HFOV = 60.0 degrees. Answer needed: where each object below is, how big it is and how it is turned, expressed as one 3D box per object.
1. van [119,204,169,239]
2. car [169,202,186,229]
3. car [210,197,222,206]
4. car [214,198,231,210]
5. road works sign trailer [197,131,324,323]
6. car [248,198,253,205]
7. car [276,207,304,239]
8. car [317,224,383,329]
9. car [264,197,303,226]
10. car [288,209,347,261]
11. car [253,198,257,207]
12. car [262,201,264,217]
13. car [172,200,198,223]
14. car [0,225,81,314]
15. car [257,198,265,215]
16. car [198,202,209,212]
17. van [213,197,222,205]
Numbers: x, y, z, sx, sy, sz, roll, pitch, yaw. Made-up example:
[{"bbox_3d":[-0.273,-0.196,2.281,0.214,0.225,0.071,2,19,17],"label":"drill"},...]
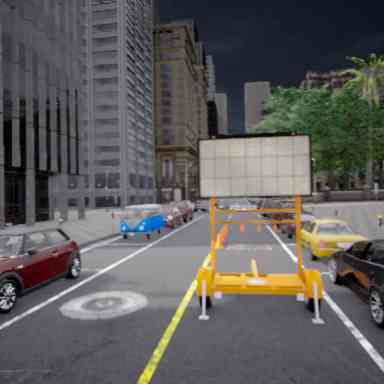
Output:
[{"bbox_3d":[-2.740,1.616,18.747,1.690,1.788,3.998,-1,-1,8],"label":"van"},{"bbox_3d":[-1.933,1.761,24.173,1.967,1.590,4.097,-1,-1,8],"label":"car"},{"bbox_3d":[5.182,2.005,72.160,2.192,1.841,5.009,-1,-1,8],"label":"car"},{"bbox_3d":[4.317,1.950,47.604,2.128,1.511,4.902,-1,-1,9],"label":"car"},{"bbox_3d":[1.372,0.523,7.337,2.380,3.560,2.880,-1,-1,8],"label":"road works sign trailer"},{"bbox_3d":[13.615,2.069,70.889,1.947,1.339,4.313,-1,-1,8],"label":"car"},{"bbox_3d":[5.694,1.670,17.482,1.802,1.307,4.206,-1,-1,8],"label":"car"},{"bbox_3d":[4.084,1.561,6.628,1.947,1.339,4.313,-1,-1,8],"label":"car"},{"bbox_3d":[6.493,1.450,22.912,2.192,1.841,5.009,-1,-1,8],"label":"car"},{"bbox_3d":[4.913,1.568,12.224,1.752,1.417,4.829,-1,-1,8],"label":"car"},{"bbox_3d":[9.714,1.629,44.621,2.192,1.841,5.009,-1,-1,8],"label":"car"},{"bbox_3d":[7.328,1.708,28.505,1.752,1.417,4.829,-1,-1,8],"label":"car"},{"bbox_3d":[-1.131,1.683,29.603,2.192,1.841,5.009,-1,-1,8],"label":"car"},{"bbox_3d":[-4.349,1.622,7.889,1.967,1.590,4.097,-1,-1,8],"label":"car"},{"bbox_3d":[8.104,1.542,33.766,2.192,1.841,5.009,-1,-1,8],"label":"car"},{"bbox_3d":[1.290,2.067,45.886,1.947,1.339,4.313,-1,-1,8],"label":"car"},{"bbox_3d":[5.978,2.068,77.521,1.690,1.788,3.998,-1,-1,8],"label":"van"}]
